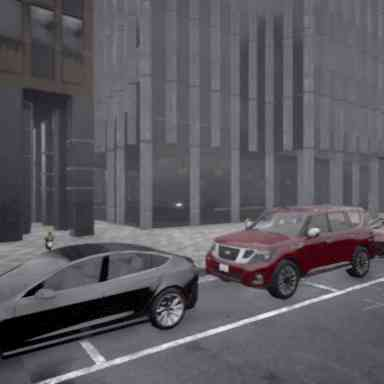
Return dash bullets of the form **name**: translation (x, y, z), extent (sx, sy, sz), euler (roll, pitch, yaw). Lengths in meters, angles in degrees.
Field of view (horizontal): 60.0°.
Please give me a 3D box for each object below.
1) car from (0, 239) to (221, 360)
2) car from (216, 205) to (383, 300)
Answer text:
- **car**: translation (-1.865, 1.554, 5.325), extent (4.313, 1.339, 1.947), euler (0, 0, -35)
- **car**: translation (2.746, 1.304, 8.566), extent (5.009, 1.841, 2.192), euler (0, 0, -35)
